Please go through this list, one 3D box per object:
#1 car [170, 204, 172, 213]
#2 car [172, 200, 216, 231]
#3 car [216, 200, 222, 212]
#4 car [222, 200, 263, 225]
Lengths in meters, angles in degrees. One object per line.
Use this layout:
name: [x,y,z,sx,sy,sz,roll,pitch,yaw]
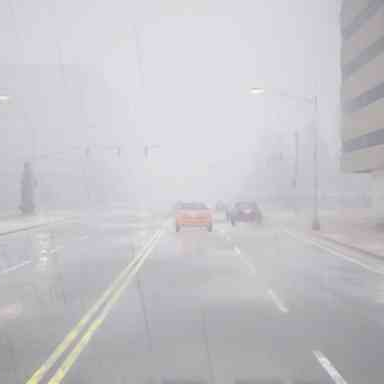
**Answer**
car: [-0.916,1.495,33.011,2.033,1.411,5.357,0,1,-12]
car: [0.103,1.337,20.452,2.097,1.767,4.553,0,0,0]
car: [3.606,1.534,36.980,1.895,1.301,4.718,0,0,0]
car: [3.608,1.335,23.771,2.097,1.767,4.553,0,0,0]
